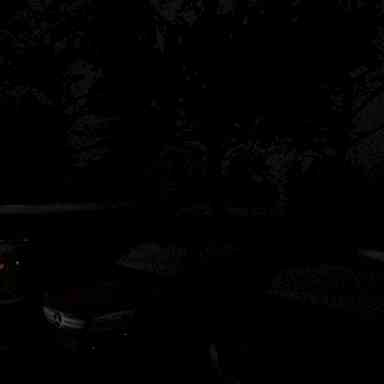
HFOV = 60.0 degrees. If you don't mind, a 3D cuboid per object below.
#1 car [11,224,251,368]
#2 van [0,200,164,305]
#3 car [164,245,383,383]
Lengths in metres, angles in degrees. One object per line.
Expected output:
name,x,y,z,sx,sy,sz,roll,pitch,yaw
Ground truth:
car,-0.332,1.495,6.002,2.002,1.452,4.674,1,0,36
van,-2.581,1.210,7.449,1.878,1.987,4.442,0,1,35
car,1.935,1.516,4.384,2.002,1.452,4.674,1,0,36
